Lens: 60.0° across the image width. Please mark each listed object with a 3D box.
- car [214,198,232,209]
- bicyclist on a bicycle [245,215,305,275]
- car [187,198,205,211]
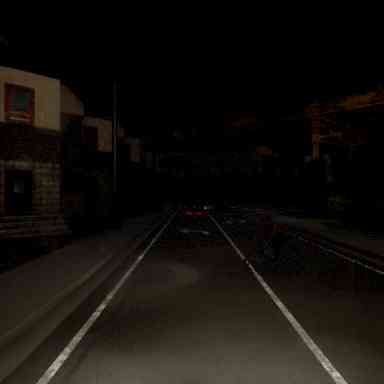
[{"bbox_3d":[4.145,1.547,44.434,2.033,1.411,5.357,0,0,11],"label":"car"},{"bbox_3d":[2.225,1.452,9.004,1.656,1.620,0.582,-2,0,0],"label":"bicyclist on a bicycle"},{"bbox_3d":[0.487,1.492,40.345,2.128,1.511,4.902,0,0,5],"label":"car"}]
